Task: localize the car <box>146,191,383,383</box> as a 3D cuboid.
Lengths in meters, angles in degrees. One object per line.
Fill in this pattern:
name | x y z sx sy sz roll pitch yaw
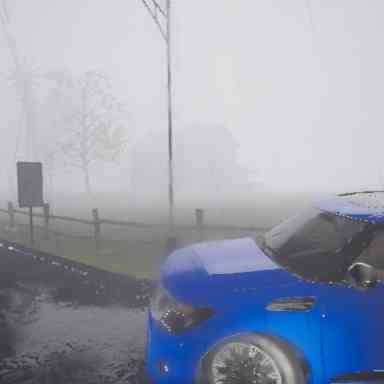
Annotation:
car | 2.255 1.062 4.019 5.566 2.045 2.150 -1 6 -1
